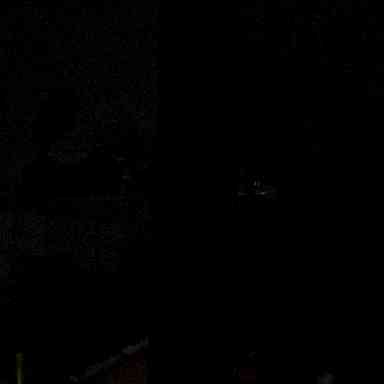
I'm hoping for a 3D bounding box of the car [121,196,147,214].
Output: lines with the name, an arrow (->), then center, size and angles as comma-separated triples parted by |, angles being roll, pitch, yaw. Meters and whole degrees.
car -> -4.454, 1.144, 30.526 | 2.097, 1.767, 4.553 | 0, 0, 36
